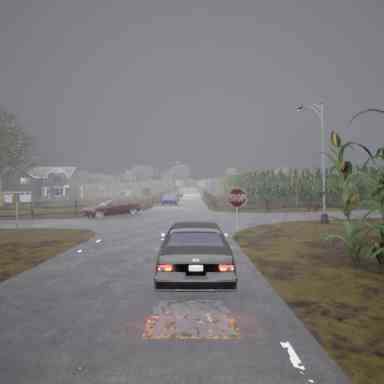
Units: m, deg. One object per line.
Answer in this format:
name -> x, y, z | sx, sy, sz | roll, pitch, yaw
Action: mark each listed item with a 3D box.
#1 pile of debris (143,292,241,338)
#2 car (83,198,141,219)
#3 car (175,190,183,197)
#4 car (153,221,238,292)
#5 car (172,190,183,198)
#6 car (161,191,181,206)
pile of debris -> -0.004, 2.158, 5.998 | 1.500, 0.140, 1.860 | 0, 0, 0
car -> -6.723, 1.342, 28.158 | 5.008, 1.535, 1.882 | -4, 2, -42
car -> -2.841, 0.738, 54.740 | 2.033, 1.411, 5.357 | 0, 2, 0
car -> 0.076, 1.510, 8.985 | 2.033, 1.411, 5.357 | 0, 0, 0
car -> -2.813, 0.365, 66.670 | 1.994, 1.385, 4.181 | 0, 2, 0
car -> -2.861, 0.972, 43.176 | 1.882, 1.535, 5.008 | 0, 1, 0
